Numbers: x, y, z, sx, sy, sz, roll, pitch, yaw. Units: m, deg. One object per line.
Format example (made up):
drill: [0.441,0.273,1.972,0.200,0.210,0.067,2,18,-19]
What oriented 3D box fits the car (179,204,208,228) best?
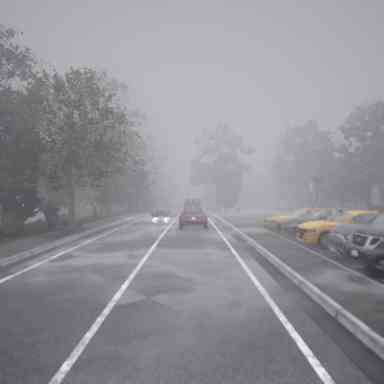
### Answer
car: [0.101,1.764,23.973,1.994,1.385,4.181,0,-1,0]

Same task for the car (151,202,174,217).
car: [-3.344,2.039,36.451,1.994,1.385,4.181,0,-2,0]

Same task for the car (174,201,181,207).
car: [-3.250,2.999,77.675,2.150,2.045,5.566,0,-2,0]

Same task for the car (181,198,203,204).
car: [0.097,1.804,40.159,2.150,2.045,5.566,0,-2,0]

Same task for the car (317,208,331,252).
car: [7.112,1.398,11.554,4.553,1.767,2.185,0,0,0]

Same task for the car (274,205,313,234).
car: [7.090,1.564,17.102,4.892,1.521,2.231,0,-1,0]

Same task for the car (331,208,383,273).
car: [7.051,1.261,8.782,5.566,2.045,2.435,0,0,0]

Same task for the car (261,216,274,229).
car: [6.900,1.591,19.871,5.366,1.575,1.946,0,-1,0]

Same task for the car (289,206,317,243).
car: [7.089,1.539,14.330,5.008,1.535,2.097,0,0,0]
